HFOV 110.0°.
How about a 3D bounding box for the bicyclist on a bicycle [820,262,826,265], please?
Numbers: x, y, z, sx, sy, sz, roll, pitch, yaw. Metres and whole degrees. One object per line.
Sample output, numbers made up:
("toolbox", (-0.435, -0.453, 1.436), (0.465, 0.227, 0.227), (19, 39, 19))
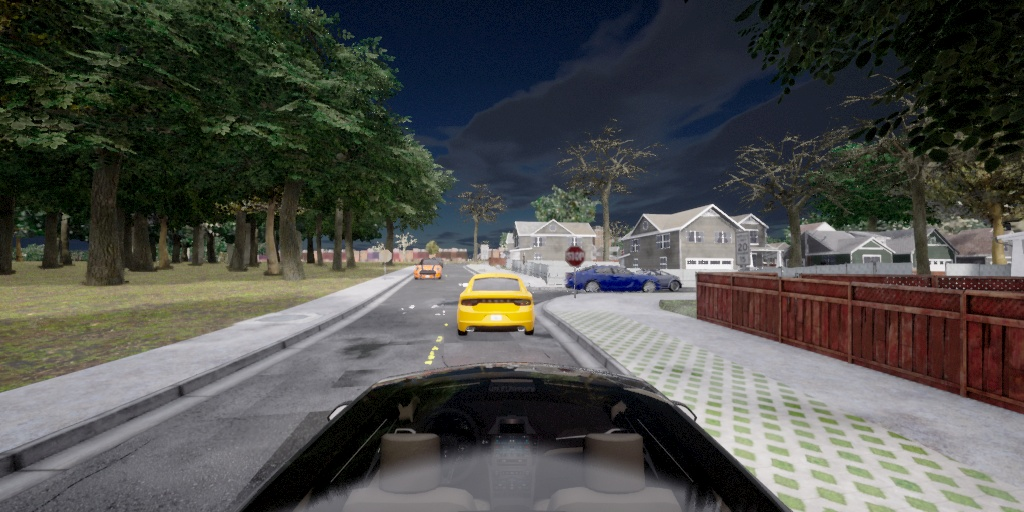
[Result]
("bicyclist on a bicycle", (15.825, 1.106, 18.012), (0.582, 1.620, 1.656), (1, -3, -10))

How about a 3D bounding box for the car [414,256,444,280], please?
("car", (-6.933, 1.000, 29.862), (2.097, 1.767, 4.553), (0, 0, -11))

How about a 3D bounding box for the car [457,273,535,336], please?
("car", (-0.464, 1.226, 10.491), (1.882, 1.535, 5.008), (0, 0, -3))

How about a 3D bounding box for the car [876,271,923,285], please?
("car", (27.198, 1.762, 26.015), (4.892, 1.490, 1.837), (1, -3, -10))

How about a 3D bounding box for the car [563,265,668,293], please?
("car", (5.218, 1.235, 18.821), (5.008, 1.535, 1.882), (1, -2, -9))

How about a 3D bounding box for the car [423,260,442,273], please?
("car", (-9.167, 1.159, 41.659), (1.994, 1.385, 4.181), (0, 0, -11))

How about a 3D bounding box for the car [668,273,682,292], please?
("car", (8.423, 1.519, 22.593), (4.181, 1.385, 1.994), (1, -3, -9))

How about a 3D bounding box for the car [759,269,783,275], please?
("car", (16.957, 1.617, 24.154), (4.674, 1.442, 1.812), (1, -3, -10))
